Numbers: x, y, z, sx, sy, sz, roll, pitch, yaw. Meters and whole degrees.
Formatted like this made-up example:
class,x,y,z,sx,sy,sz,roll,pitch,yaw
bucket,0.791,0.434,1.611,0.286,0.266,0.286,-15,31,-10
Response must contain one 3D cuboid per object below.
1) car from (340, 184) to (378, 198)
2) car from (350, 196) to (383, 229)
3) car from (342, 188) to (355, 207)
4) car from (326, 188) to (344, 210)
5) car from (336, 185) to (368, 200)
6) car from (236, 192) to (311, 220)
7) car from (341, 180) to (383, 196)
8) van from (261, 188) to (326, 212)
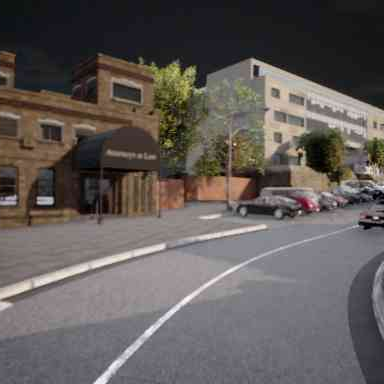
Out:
class,x,y,z,sx,sy,sz,roll,pitch,yaw
car,15.225,0.282,33.107,2.231,1.521,4.892,-4,4,-45
car,10.671,1.191,17.784,5.357,1.411,2.033,-3,3,-44
car,11.256,0.621,29.188,2.002,1.452,4.674,-4,4,-44
car,9.268,0.731,27.233,2.231,1.521,4.892,-4,4,-45
car,13.159,0.439,31.052,2.231,1.521,4.892,-4,4,-45
car,5.292,0.999,23.294,2.231,1.521,4.892,-3,3,-45
car,19.215,-0.269,36.988,2.435,2.045,5.566,-4,4,-45
van,7.362,0.651,25.175,1.878,1.987,4.442,-4,3,-45
